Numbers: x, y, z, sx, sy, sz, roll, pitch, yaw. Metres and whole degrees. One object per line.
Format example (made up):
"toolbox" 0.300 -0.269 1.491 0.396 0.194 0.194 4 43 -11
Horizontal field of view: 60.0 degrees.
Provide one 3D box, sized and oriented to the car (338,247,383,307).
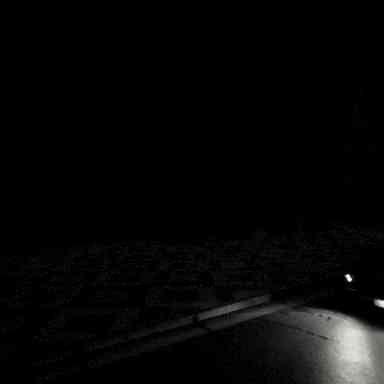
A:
"car" 5.469 1.549 7.314 5.357 1.411 2.033 0 0 -36
